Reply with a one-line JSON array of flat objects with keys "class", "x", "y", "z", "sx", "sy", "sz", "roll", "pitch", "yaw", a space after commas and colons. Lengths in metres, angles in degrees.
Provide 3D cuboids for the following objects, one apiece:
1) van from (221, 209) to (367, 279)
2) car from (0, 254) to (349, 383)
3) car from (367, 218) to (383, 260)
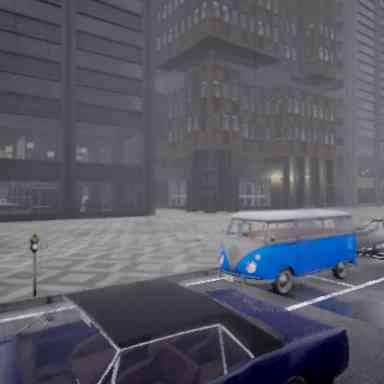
[{"class": "van", "x": 2.514, "y": 1.358, "z": 8.448, "sx": 3.998, "sy": 1.788, "sz": 1.690, "roll": 0, "pitch": 0, "yaw": -36}, {"class": "car", "x": -0.768, "y": 1.603, "z": 2.830, "sx": 4.718, "sy": 1.301, "sz": 1.895, "roll": 0, "pitch": 0, "yaw": -36}, {"class": "car", "x": 7.105, "y": 1.583, "z": 11.724, "sx": 4.403, "sy": 1.369, "sz": 2.008, "roll": 0, "pitch": 0, "yaw": -36}]
